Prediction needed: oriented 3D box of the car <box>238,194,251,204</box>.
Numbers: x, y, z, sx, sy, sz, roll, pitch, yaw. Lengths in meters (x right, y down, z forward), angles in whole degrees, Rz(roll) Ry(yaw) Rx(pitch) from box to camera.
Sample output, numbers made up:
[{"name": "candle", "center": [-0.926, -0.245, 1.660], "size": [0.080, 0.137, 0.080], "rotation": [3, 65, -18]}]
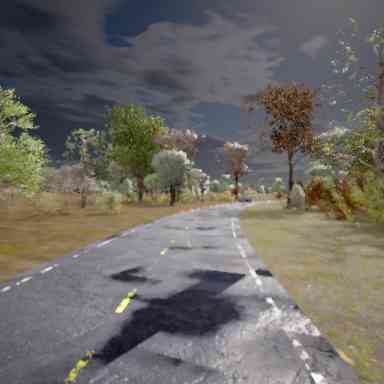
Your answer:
[{"name": "car", "center": [12.018, 1.570, 75.753], "size": [2.150, 2.045, 5.566], "rotation": [0, 0, 20]}]
